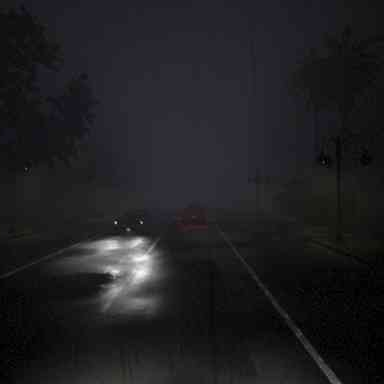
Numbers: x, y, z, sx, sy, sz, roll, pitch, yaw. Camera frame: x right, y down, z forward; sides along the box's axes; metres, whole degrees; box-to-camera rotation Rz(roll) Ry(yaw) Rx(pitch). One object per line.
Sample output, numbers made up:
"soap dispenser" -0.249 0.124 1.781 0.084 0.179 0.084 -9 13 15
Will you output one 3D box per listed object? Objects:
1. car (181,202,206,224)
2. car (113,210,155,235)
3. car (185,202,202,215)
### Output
"car" 0.146 1.742 27.605 1.882 1.535 5.008 0 -1 0
"car" -3.492 1.798 20.573 1.895 1.301 4.718 0 -1 1
"car" 0.168 1.936 40.593 2.033 1.411 5.357 0 -1 0
